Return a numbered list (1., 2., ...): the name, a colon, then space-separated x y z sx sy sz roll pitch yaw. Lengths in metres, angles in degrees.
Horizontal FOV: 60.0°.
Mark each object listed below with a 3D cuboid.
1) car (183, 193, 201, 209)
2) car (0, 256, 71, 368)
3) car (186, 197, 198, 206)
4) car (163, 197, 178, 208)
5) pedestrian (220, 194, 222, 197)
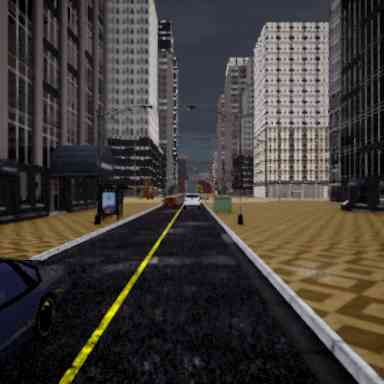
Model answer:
1. car: 0.025 1.207 45.041 2.150 2.045 5.566 0 0 0
2. car: -3.096 1.547 3.749 2.033 1.411 5.357 0 0 0
3. car: 0.017 1.532 55.637 2.033 1.411 5.357 0 0 0
4. car: -3.048 1.465 46.849 1.882 1.535 5.008 0 0 0
5. pedestrian: 3.147 1.133 36.321 0.375 1.860 0.375 0 0 -1
